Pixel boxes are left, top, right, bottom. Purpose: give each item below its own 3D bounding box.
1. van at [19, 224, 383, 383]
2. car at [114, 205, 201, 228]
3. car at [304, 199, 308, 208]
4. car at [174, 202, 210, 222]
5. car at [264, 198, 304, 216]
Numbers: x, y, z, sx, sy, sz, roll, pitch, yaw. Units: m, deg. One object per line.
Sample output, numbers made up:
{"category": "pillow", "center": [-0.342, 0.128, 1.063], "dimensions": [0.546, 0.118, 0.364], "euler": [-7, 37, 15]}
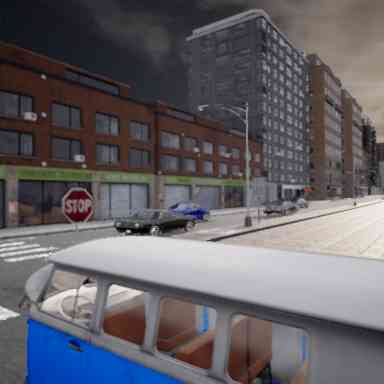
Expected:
{"category": "van", "center": [0.297, 1.345, 2.605], "dimensions": [3.998, 1.788, 1.690], "euler": [0, 0, 36]}
{"category": "car", "center": [-1.749, 1.604, 17.717], "dimensions": [1.895, 1.301, 4.718], "euler": [-1, 0, 36]}
{"category": "car", "center": [14.292, 1.515, 45.091], "dimensions": [1.812, 1.442, 4.674], "euler": [-1, 0, 36]}
{"category": "car", "center": [-0.558, 1.504, 24.452], "dimensions": [1.882, 1.535, 5.008], "euler": [-1, 0, 36]}
{"category": "car", "center": [8.824, 1.539, 32.489], "dimensions": [2.033, 1.411, 5.357], "euler": [-1, 0, 36]}
